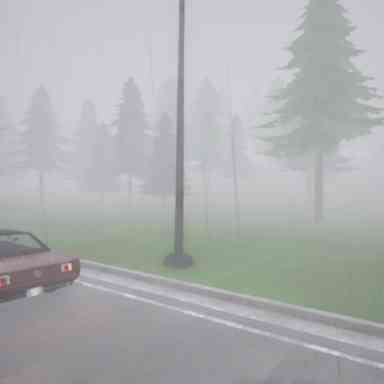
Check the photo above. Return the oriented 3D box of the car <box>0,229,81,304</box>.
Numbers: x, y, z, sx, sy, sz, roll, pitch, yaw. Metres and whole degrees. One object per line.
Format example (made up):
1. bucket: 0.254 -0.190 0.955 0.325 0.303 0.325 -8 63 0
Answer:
1. car: -4.640 1.472 7.274 4.718 1.301 1.895 1 1 35
